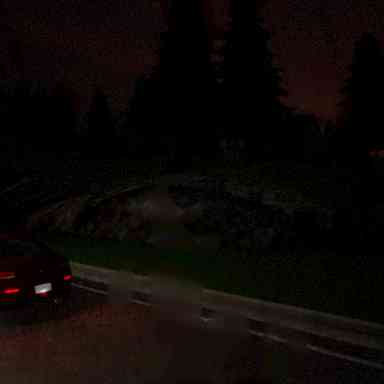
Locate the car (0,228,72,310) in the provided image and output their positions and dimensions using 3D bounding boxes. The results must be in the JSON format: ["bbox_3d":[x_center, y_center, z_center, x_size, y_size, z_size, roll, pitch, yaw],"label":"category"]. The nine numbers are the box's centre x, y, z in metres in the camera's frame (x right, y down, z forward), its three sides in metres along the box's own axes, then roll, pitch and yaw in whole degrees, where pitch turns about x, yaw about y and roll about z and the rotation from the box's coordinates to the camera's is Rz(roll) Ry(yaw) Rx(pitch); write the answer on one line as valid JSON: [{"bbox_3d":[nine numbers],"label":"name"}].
[{"bbox_3d":[-4.488,1.525,7.195,4.674,1.442,1.812,0,0,36],"label":"car"}]
